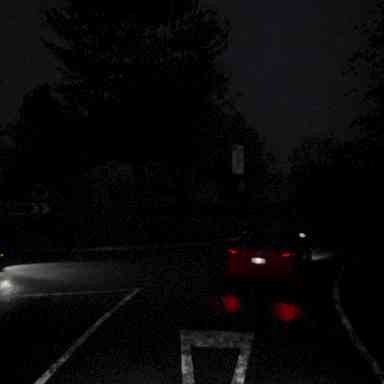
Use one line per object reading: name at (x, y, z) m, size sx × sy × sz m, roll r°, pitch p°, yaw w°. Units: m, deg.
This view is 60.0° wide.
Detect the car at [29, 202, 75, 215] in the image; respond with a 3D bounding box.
car at (-16.693, 1.888, 39.747) m, size 5.008 × 1.535 × 1.882 m, roll 0°, pitch -2°, yaw -34°

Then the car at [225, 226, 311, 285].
car at (2.437, 1.717, 10.163) m, size 1.994 × 1.385 × 4.181 m, roll 0°, pitch -1°, yaw 23°

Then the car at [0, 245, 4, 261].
car at (-8.116, 1.695, 10.207) m, size 4.181 × 1.385 × 1.994 m, roll 0°, pitch -1°, yaw 7°
